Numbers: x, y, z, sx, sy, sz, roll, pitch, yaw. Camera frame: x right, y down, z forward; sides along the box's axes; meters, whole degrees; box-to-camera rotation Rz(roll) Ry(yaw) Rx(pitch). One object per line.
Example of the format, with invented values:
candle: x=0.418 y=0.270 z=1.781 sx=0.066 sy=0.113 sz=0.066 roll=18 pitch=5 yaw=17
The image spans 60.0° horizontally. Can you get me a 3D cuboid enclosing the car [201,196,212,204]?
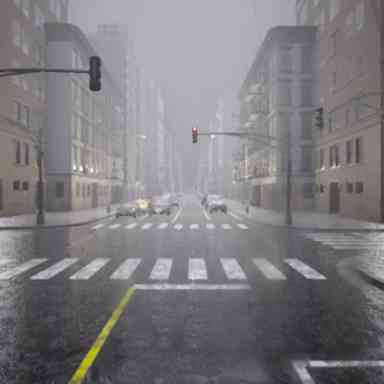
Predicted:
car: x=2.620 y=1.448 z=61.218 sx=1.947 sy=1.339 sz=4.313 roll=0 pitch=0 yaw=0

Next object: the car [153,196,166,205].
car: x=-5.439 y=1.419 z=55.636 sx=1.752 sy=1.417 sz=4.829 roll=0 pitch=0 yaw=0

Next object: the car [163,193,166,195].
car: x=-5.432 y=1.343 z=50.400 sx=1.967 sy=1.590 sz=4.097 roll=0 pitch=0 yaw=0

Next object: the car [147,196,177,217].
car: x=-2.855 y=1.431 z=30.825 sx=2.128 sy=1.511 sz=4.902 roll=0 pitch=0 yaw=0

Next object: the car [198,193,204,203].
car: x=2.621 y=1.207 z=55.811 sx=2.192 sy=1.841 sz=5.009 roll=0 pitch=0 yaw=0

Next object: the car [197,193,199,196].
car: x=2.618 y=1.387 z=72.199 sx=1.752 sy=1.417 sz=4.829 roll=0 pitch=0 yaw=0

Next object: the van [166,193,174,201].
van: x=-5.476 y=1.183 z=82.837 sx=1.690 sy=1.788 sz=3.998 roll=0 pitch=0 yaw=0

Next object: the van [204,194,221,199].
van: x=2.624 y=1.264 z=39.592 sx=1.690 sy=1.788 sz=3.998 roll=0 pitch=0 yaw=0

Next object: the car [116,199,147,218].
car: x=-5.402 y=1.496 z=28.776 sx=2.008 sy=1.369 sz=4.403 roll=0 pitch=0 yaw=0

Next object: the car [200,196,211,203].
car: x=2.619 y=1.423 z=66.624 sx=2.008 sy=1.369 sz=4.403 roll=0 pitch=0 yaw=0

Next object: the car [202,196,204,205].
car: x=2.623 y=1.495 z=44.999 sx=1.802 sy=1.307 sz=4.206 roll=0 pitch=0 yaw=0

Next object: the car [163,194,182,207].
car: x=-2.843 y=1.455 z=48.262 sx=2.033 sy=1.411 sz=5.357 roll=0 pitch=0 yaw=0

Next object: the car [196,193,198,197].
car: x=2.615 y=1.376 z=88.249 sx=1.887 sy=1.381 sz=4.507 roll=0 pitch=0 yaw=0

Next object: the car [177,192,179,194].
car: x=-5.491 y=1.372 z=93.650 sx=2.008 sy=1.369 sz=4.403 roll=0 pitch=0 yaw=0

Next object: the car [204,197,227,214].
car: x=2.625 y=1.484 z=34.186 sx=2.008 sy=1.369 sz=4.403 roll=0 pitch=0 yaw=0

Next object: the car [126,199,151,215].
car: x=-5.409 y=1.460 z=34.012 sx=1.752 sy=1.417 sz=4.829 roll=0 pitch=0 yaw=0
